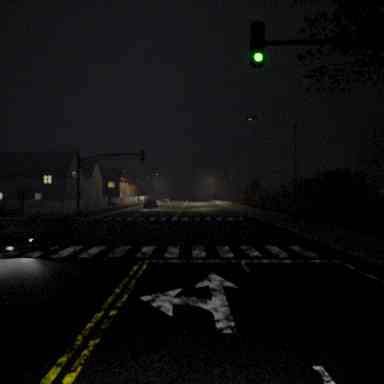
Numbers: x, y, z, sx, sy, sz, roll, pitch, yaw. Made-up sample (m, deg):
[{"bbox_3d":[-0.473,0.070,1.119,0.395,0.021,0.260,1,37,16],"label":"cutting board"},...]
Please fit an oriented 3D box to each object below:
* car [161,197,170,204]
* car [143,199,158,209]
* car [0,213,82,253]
[{"bbox_3d":[-6.342,1.961,78.664,1.812,1.442,4.674,0,0,0],"label":"car"},{"bbox_3d":[-6.391,1.876,51.481,1.812,1.442,4.674,0,1,0],"label":"car"},{"bbox_3d":[-6.466,1.645,14.502,2.033,1.411,5.357,0,0,0],"label":"car"}]
